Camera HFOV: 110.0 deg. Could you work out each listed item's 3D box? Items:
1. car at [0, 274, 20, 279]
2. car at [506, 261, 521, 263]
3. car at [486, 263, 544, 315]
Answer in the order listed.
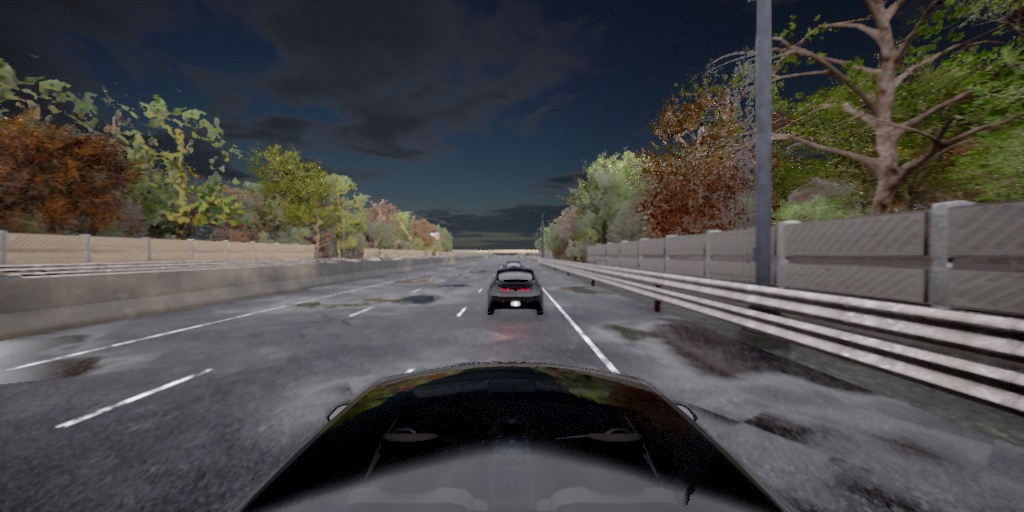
[{"bbox_3d":[-17.587,1.237,11.048,1.812,1.442,4.674,0,0,0],"label":"car"},{"bbox_3d":[0.138,1.123,30.031,1.812,1.442,4.674,0,0,0],"label":"car"},{"bbox_3d":[0.112,1.186,13.278,1.837,1.490,4.892,0,0,0],"label":"car"}]
